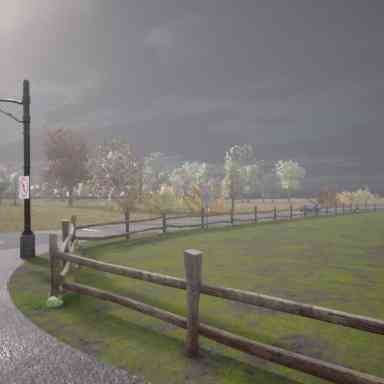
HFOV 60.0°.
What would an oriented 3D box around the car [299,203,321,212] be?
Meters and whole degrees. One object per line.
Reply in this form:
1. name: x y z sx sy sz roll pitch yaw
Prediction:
1. car: 18.897 2.449 52.982 2.033 1.411 5.357 -1 -2 40
